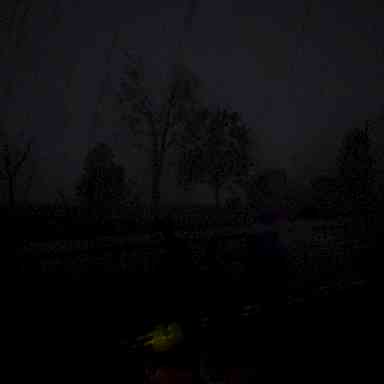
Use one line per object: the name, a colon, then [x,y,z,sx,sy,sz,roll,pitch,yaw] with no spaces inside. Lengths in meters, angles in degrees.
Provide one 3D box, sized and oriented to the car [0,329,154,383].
car: [-2.147,1.564,1.865,4.181,1.385,1.994,0,0,-35]
